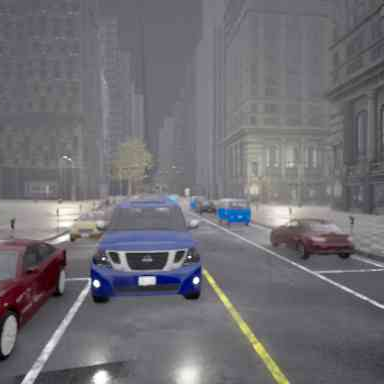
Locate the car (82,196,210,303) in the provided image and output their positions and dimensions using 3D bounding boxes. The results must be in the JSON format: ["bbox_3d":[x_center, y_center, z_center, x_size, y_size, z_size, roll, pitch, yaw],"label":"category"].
[{"bbox_3d":[-1.139,1.232,8.662,2.150,2.045,5.566,0,0,-7],"label":"car"}]

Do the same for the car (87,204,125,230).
[{"bbox_3d":[-5.615,1.565,22.251,1.887,1.381,4.507,0,0,-7],"label":"car"}]

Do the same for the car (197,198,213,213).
[{"bbox_3d":[1.437,1.603,34.298,1.887,1.381,4.507,0,0,-7],"label":"car"}]

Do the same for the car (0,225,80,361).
[{"bbox_3d":[-3.466,1.545,5.814,1.887,1.381,4.507,0,0,-7],"label":"car"}]

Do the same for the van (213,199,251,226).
[{"bbox_3d":[2.867,1.385,23.341,1.690,1.788,3.998,0,0,-7],"label":"van"}]

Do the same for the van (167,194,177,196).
[{"bbox_3d":[-4.209,1.476,77.440,1.690,1.788,3.998,0,0,-7],"label":"van"}]

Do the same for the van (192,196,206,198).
[{"bbox_3d":[0.723,1.407,39.777,1.690,1.788,3.998,0,0,-7],"label":"van"}]

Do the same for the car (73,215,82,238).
[{"bbox_3d":[-4.877,1.539,16.604,1.752,1.417,4.829,0,0,-7],"label":"car"}]

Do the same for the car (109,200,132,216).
[{"bbox_3d":[-7.049,1.579,33.208,1.887,1.381,4.507,0,0,-7],"label":"car"}]

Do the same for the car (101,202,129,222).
[{"bbox_3d":[-6.332,1.572,27.729,1.887,1.381,4.507,0,0,-7],"label":"car"}]

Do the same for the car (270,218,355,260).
[{"bbox_3d":[4.294,1.612,12.383,1.802,1.307,4.206,0,0,-7],"label":"car"}]

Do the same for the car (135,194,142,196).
[{"bbox_3d":[-11.949,1.626,70.813,1.752,1.417,4.829,0,0,-7],"label":"car"}]
